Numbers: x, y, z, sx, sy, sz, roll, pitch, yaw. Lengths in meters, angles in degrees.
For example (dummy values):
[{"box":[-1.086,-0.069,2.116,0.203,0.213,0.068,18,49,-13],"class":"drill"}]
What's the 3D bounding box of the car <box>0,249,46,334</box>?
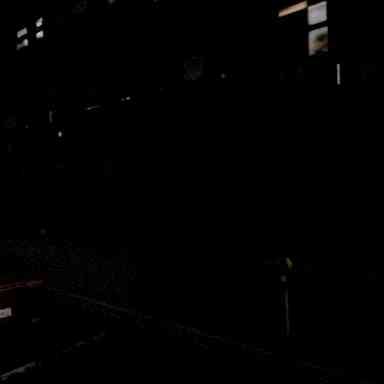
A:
[{"box":[-4.414,1.541,5.892,4.507,1.381,1.887,0,-1,36],"class":"car"}]
